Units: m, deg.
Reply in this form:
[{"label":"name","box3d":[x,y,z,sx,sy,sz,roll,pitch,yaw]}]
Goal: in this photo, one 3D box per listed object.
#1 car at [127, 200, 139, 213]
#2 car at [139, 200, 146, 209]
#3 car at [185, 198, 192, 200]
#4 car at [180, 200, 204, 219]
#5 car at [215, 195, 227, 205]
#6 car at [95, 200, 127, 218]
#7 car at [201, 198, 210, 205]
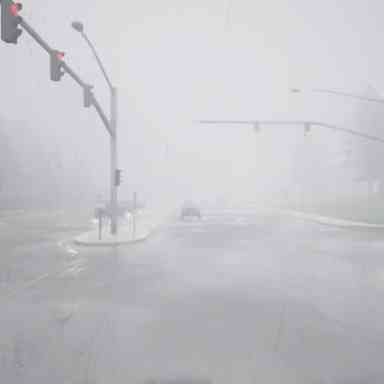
[{"label":"car","box3d":[-8.387,1.813,42.494,1.837,1.490,4.892,0,0,-1]},{"label":"car","box3d":[-8.487,1.981,52.437,1.895,1.301,4.718,0,0,0]},{"label":"car","box3d":[-0.767,2.026,72.554,1.837,1.490,4.892,0,0,-1]},{"label":"car","box3d":[-0.132,1.755,31.512,1.812,1.442,4.674,0,0,-1]},{"label":"car","box3d":[6.232,1.752,72.626,2.150,2.045,5.566,0,0,-1]},{"label":"car","box3d":[-8.260,1.595,33.461,2.097,1.767,4.553,0,0,-1]},{"label":"car","box3d":[2.732,2.051,72.616,1.812,1.442,4.674,0,0,-1]}]
